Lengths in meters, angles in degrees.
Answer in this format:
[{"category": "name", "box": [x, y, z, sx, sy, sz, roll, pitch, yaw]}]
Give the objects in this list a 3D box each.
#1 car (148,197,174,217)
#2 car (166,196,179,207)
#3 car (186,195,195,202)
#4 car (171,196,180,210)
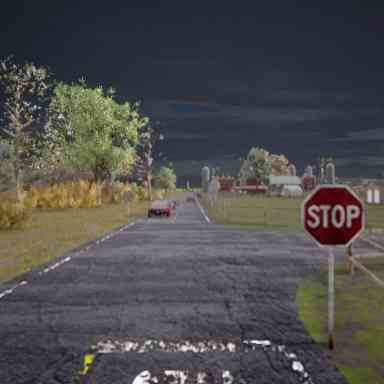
[{"category": "car", "box": [-2.945, 1.470, 30.865, 1.882, 1.535, 5.008, 0, 0, 0]}, {"category": "car", "box": [-2.999, 1.468, 51.927, 1.837, 1.490, 4.892, 0, 0, 0]}, {"category": "car", "box": [-0.251, 1.426, 71.488, 1.837, 1.490, 4.892, 0, 0, 0]}, {"category": "car", "box": [-2.982, 1.472, 41.362, 2.128, 1.511, 4.902, 0, 0, 0]}]
